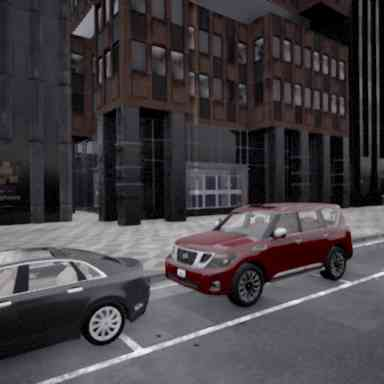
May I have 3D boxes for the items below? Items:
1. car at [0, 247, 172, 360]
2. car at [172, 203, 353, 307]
[{"bbox_3d":[-2.726,1.545,4.703,4.403,1.369,2.008,-1,1,-35],"label":"car"},{"bbox_3d":[1.839,1.225,7.955,5.009,1.841,2.192,-1,1,-35],"label":"car"}]
